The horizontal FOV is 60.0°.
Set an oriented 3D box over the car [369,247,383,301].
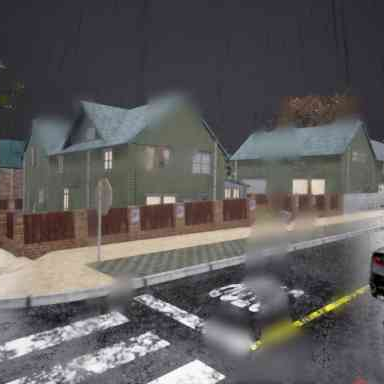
[{"bbox_3d":[5.410,1.365,6.829,5.008,1.535,1.882,-1,2,-42],"label":"car"}]
